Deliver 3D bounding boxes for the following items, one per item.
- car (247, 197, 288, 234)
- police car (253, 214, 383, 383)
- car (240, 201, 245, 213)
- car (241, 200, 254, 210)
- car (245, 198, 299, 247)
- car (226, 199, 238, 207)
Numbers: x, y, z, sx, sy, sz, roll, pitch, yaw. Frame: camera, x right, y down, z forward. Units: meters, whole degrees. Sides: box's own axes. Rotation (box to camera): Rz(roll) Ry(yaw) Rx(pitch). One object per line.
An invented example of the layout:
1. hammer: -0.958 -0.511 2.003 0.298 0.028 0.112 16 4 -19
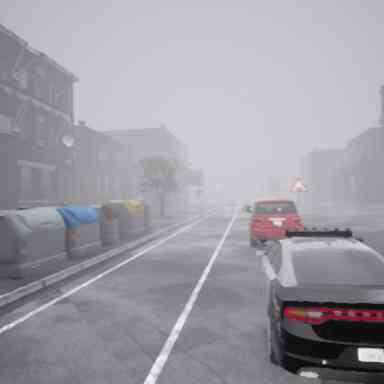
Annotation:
1. car: 4.729 1.402 21.603 2.150 2.045 5.566 -1 -1 9
2. police car: 2.197 1.447 5.880 1.930 1.638 5.238 -1 -1 9
3. car: 7.258 1.930 42.634 1.812 1.442 4.674 -1 -1 10
4. car: 9.011 2.056 53.737 1.994 1.385 4.181 -1 -1 9
5. car: 3.773 1.339 15.680 2.150 2.045 5.566 -1 -1 9
6. car: 7.936 2.142 65.931 1.837 1.490 4.892 -1 0 9
